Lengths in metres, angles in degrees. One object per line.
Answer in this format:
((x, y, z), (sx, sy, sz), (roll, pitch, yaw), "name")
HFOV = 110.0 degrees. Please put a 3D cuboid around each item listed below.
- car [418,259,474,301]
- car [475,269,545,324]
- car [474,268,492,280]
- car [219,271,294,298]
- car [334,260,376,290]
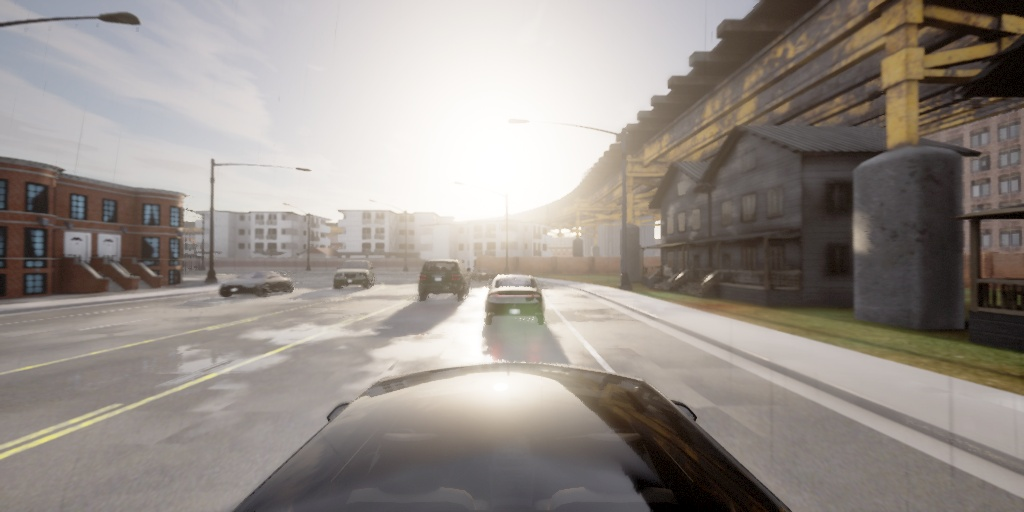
((-3.487, 1.208, 19.200), (2.150, 2.045, 5.566), (0, -1, -2), "car")
((0.086, 1.391, 12.621), (2.128, 1.511, 4.902), (0, -1, 0), "car")
((-2.813, 1.790, 34.101), (1.895, 1.301, 4.718), (0, -1, -22), "car")
((-14.335, 1.566, 20.366), (1.994, 1.385, 4.181), (0, -1, -4), "car")
((-11.277, 1.302, 26.123), (2.150, 2.045, 5.566), (1, -1, -15), "car")
